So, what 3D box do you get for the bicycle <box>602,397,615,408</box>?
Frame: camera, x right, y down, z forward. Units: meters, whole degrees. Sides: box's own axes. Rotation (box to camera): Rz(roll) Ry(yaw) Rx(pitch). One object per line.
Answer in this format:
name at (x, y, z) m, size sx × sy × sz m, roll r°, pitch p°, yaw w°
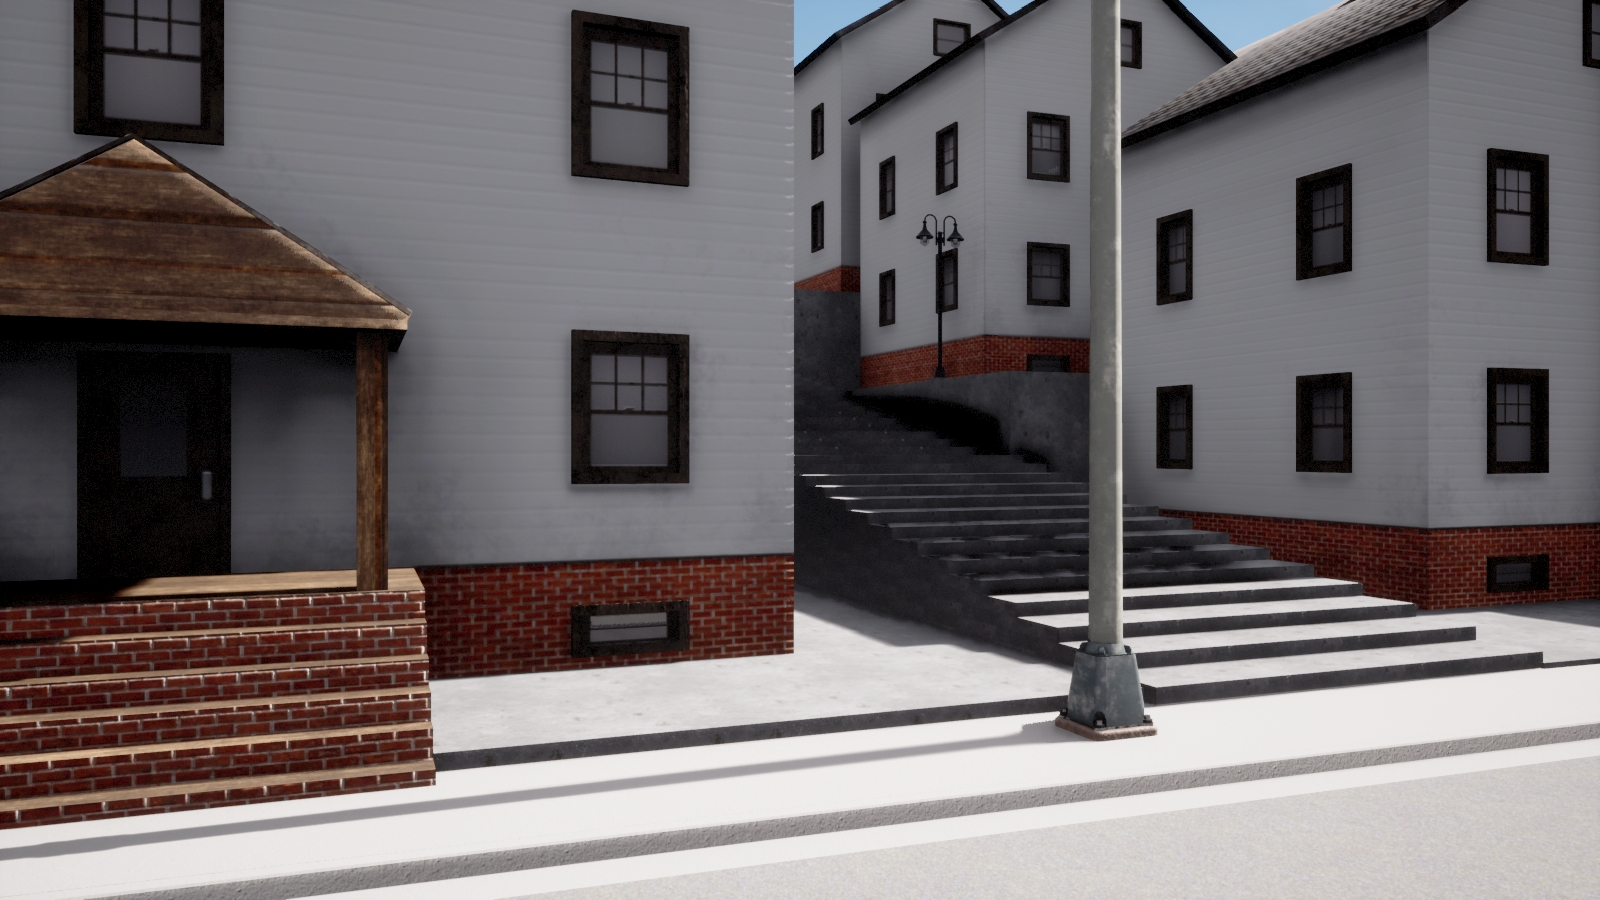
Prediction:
bicycle at (-23.762, -5.855, 141.687) m, size 1.487 × 1.301 × 0.859 m, roll 0°, pitch 0°, yaw -17°
